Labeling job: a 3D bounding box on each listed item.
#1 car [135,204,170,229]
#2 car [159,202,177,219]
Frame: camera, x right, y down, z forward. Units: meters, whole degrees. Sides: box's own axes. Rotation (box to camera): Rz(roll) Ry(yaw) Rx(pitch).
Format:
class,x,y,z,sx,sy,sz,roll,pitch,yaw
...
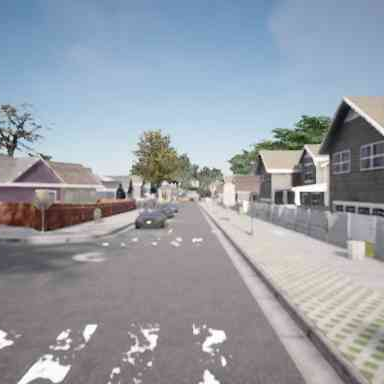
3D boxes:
class,x,y,z,sx,sy,sz,roll,pitch,yaw
car,-2.859,1.829,23.843,1.994,1.385,4.181,0,-1,-1
car,-2.856,1.898,34.314,1.837,1.490,4.892,0,-1,0
